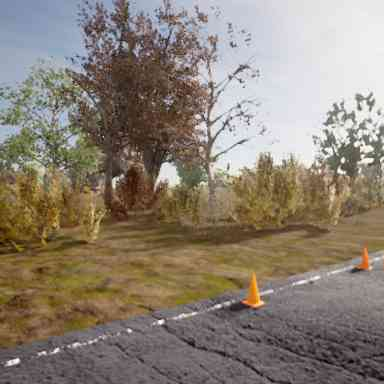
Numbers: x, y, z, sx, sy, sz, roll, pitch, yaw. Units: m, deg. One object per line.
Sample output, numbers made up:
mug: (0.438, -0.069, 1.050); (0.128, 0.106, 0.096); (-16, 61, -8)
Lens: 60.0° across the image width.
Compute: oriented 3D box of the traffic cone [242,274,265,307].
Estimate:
traffic cone: (1.241, 1.946, 6.695); (0.340, 0.580, 0.340); (0, 0, -38)

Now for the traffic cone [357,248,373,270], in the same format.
traffic cone: (5.081, 1.937, 9.754); (0.340, 0.580, 0.340); (0, 0, -39)
